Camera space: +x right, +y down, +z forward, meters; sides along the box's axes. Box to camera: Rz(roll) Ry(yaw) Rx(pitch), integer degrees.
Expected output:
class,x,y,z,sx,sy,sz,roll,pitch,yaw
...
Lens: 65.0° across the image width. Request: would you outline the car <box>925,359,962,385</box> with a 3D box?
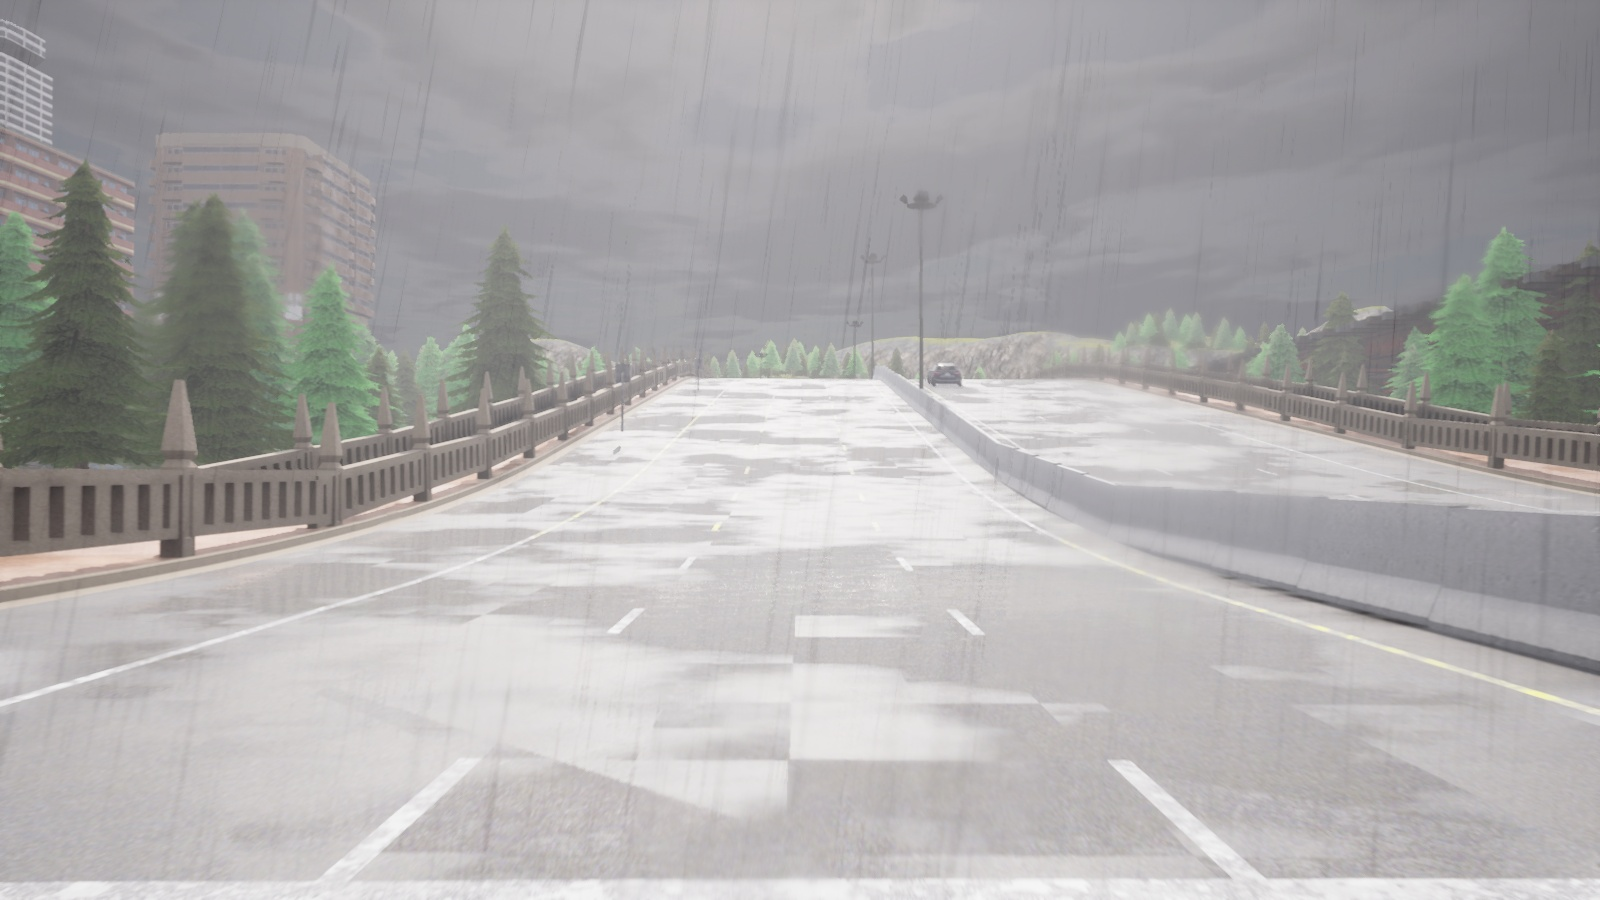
class,x,y,z,sx,sy,sz,roll,pitch,yaw
car,10.613,-5.804,93.063,2.242,1.667,4.611,0,6,0
